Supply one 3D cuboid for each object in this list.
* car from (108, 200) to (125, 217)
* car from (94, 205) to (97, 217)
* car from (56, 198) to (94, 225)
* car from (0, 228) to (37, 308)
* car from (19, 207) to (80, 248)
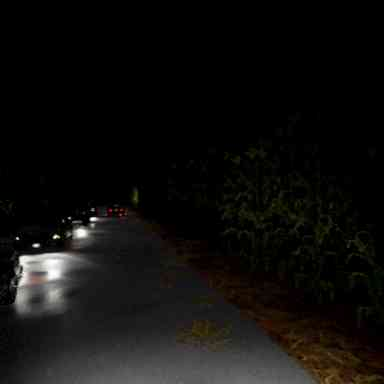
[{"bbox_3d":[-8.526,2.004,37.380,2.033,1.411,5.357,-2,-1,-13],"label":"car"},{"bbox_3d":[-11.677,1.896,36.823,2.097,1.767,4.553,-2,-1,-13],"label":"car"},{"bbox_3d":[-9.160,1.492,25.924,2.150,2.045,5.566,-2,-1,-13],"label":"car"},{"bbox_3d":[-4.318,1.683,5.573,2.033,1.411,5.357,-2,0,-15],"label":"car"},{"bbox_3d":[-6.729,1.709,15.637,2.033,1.411,5.357,-2,1,-13],"label":"car"}]
